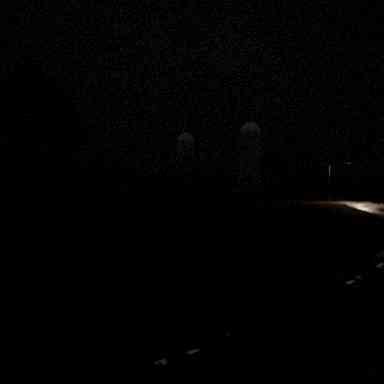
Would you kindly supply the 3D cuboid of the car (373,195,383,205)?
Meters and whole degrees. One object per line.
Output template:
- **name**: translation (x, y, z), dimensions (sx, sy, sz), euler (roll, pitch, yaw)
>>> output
- **car**: translation (28.742, 1.123, 50.204), dimensions (2.033, 1.411, 5.357), euler (0, 0, 19)
